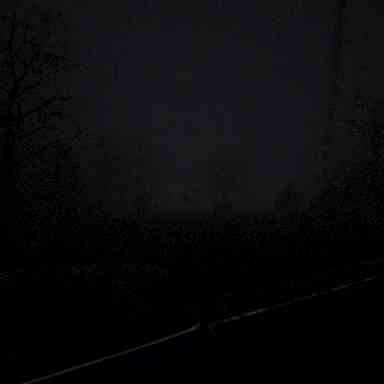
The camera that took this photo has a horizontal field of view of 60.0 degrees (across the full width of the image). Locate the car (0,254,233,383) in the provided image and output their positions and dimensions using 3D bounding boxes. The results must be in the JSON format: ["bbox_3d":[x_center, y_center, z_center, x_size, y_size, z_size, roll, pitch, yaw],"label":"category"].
[{"bbox_3d":[-1.889,1.497,2.507,4.553,1.767,2.097,1,-3,-36],"label":"car"}]
